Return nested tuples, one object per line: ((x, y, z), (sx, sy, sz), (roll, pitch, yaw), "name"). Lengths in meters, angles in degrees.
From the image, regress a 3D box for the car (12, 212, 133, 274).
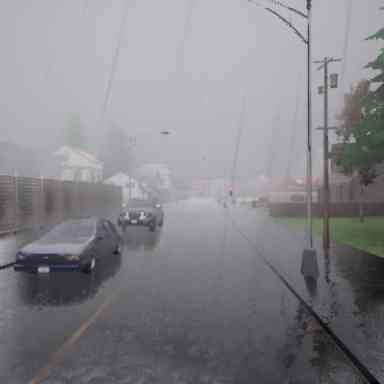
((-3.676, 1.624, 11.174), (2.033, 1.411, 5.357), (0, 0, 3), "car")

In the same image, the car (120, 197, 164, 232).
((-3.186, 1.371, 21.749), (2.150, 2.045, 5.566), (0, 0, 3), "car")
